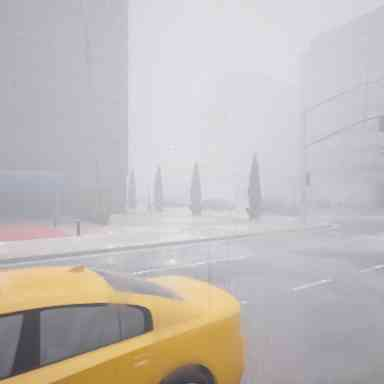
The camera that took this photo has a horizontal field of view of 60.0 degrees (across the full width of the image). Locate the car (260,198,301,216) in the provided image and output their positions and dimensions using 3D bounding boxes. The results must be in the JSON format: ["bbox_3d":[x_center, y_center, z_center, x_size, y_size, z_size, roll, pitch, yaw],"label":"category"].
[{"bbox_3d":[8.219,1.352,32.185,2.097,1.767,4.553,0,0,-35],"label":"car"}]

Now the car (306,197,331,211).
[{"bbox_3d":[14.829,1.352,41.426,2.097,1.767,4.553,0,0,-35],"label":"car"}]

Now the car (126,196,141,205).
[{"bbox_3d":[-11.726,1.526,61.046,1.812,1.442,4.674,0,0,-35],"label":"car"}]

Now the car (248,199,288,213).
[{"bbox_3d":[8.535,1.564,37.866,1.994,1.385,4.181,0,0,-35],"label":"car"}]

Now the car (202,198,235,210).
[{"bbox_3d":[3.539,1.526,45.059,1.812,1.442,4.674,0,0,-35],"label":"car"}]

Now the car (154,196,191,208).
[{"bbox_3d":[-2.904,1.547,48.197,2.033,1.411,5.357,0,0,-35],"label":"car"}]

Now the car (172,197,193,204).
[{"bbox_3d":[-1.870,1.601,65.384,1.895,1.301,4.718,0,0,-35],"label":"car"}]

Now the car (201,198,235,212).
[{"bbox_3d":[3.026,1.491,39.661,2.128,1.511,4.902,0,0,-35],"label":"car"}]

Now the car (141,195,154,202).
[{"bbox_3d":[-9.676,1.384,70.378,1.882,1.535,5.008,0,0,-35],"label":"car"}]

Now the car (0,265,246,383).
[{"bbox_3d":[-1.777,1.477,2.728,5.008,1.535,1.882,0,0,-35],"label":"car"}]

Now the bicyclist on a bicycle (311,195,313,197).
[{"bbox_3d":[16.964,1.301,46.732,1.656,1.620,0.582,0,0,-35],"label":"bicyclist on a bicycle"}]

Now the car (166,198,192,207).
[{"bbox_3d":[-2.179,1.601,53.302,1.895,1.301,4.718,0,0,-35],"label":"car"}]

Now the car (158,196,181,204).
[{"bbox_3d":[-4.210,1.491,62.608,2.128,1.511,4.902,0,0,-34],"label":"car"}]
